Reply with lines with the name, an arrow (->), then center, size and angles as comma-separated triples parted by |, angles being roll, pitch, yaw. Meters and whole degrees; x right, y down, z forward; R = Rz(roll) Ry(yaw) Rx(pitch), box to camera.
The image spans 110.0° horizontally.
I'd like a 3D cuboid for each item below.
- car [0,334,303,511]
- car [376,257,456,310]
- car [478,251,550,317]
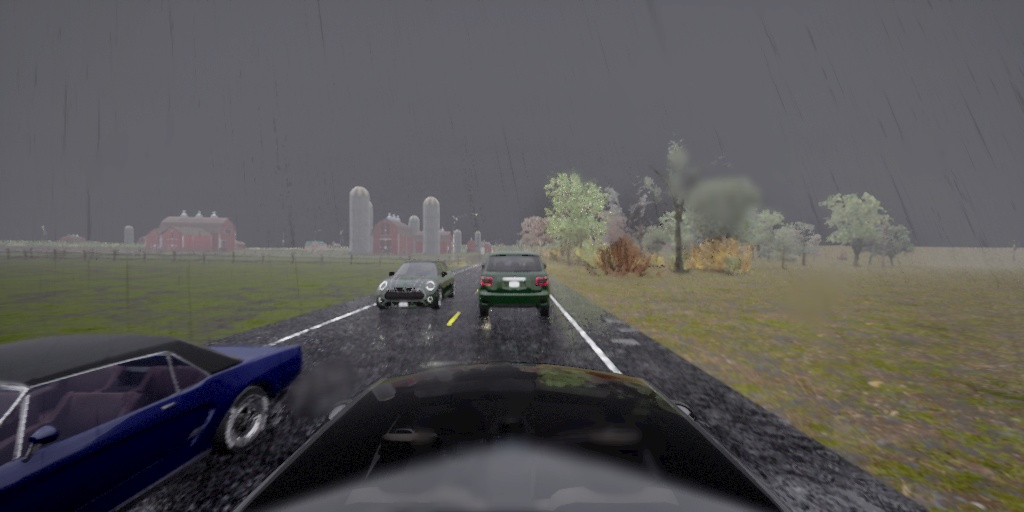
car -> -3.571, 1.344, 2.277 | 1.895, 1.301, 4.718 | 0, 1, 0
car -> -3.500, 0.955, 13.813 | 2.097, 1.767, 4.553 | 0, 1, 0
car -> 0.073, 0.840, 12.641 | 2.150, 2.045, 5.566 | 0, 1, 0
